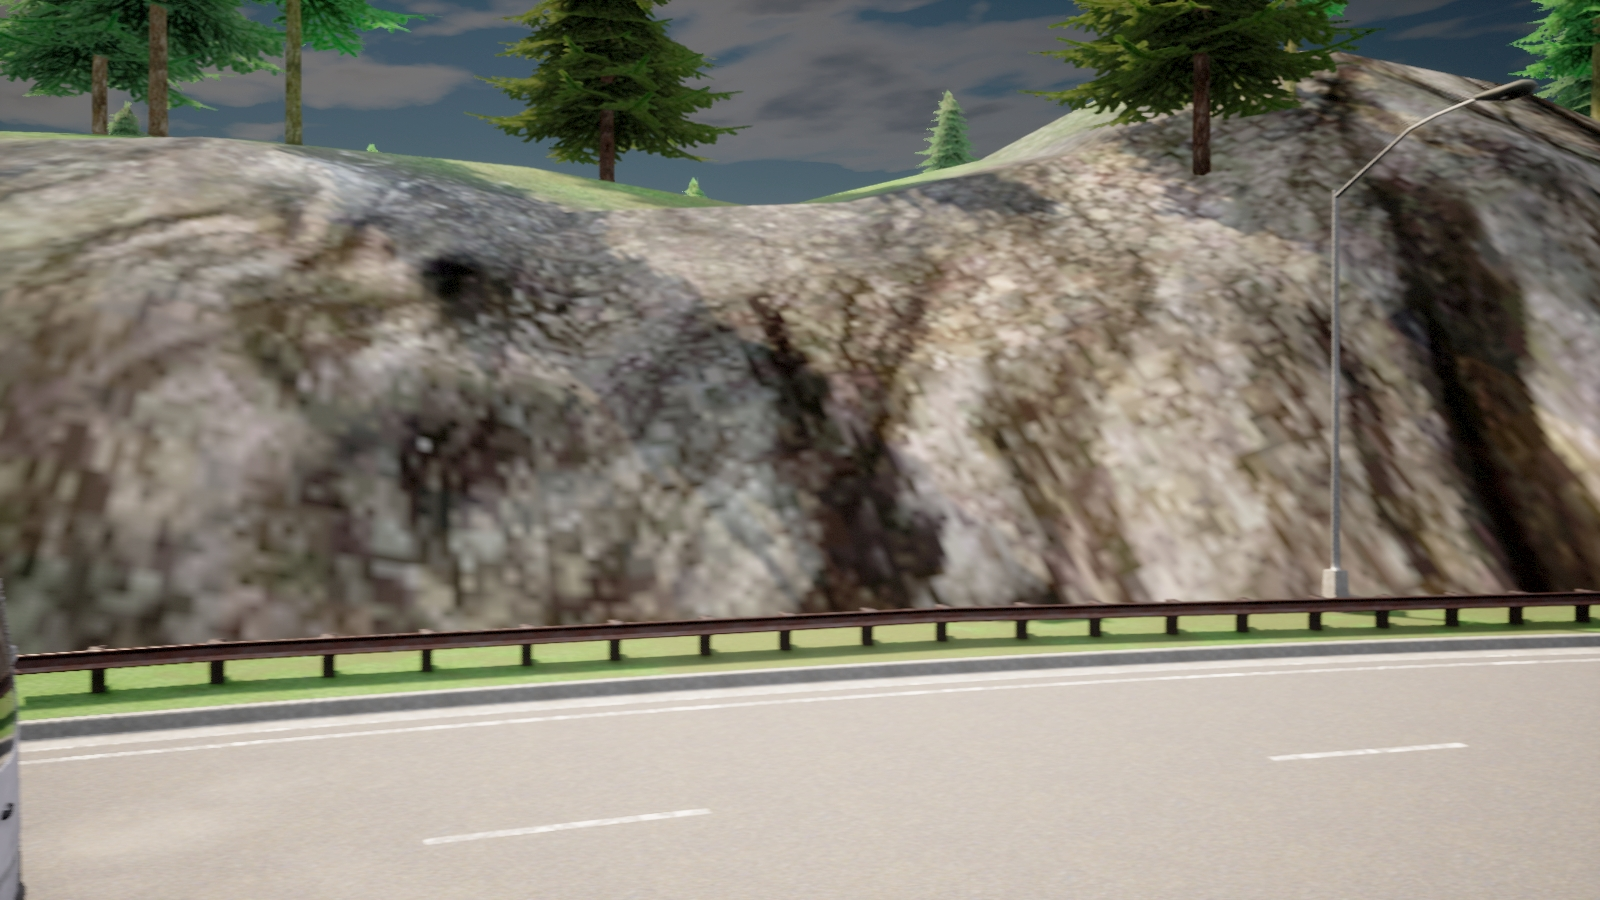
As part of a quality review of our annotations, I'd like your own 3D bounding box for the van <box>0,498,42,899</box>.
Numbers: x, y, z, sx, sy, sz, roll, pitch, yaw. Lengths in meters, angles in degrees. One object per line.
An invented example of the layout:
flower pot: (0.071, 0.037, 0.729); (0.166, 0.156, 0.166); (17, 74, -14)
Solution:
van: (-6.455, 1.533, 4.161); (5.915, 2.561, 1.988); (0, -1, -25)
